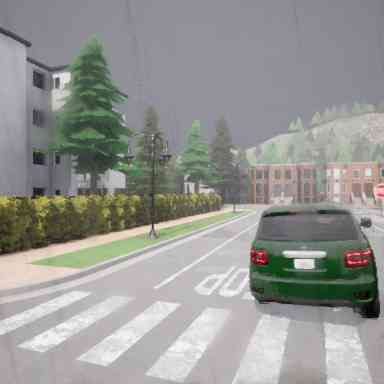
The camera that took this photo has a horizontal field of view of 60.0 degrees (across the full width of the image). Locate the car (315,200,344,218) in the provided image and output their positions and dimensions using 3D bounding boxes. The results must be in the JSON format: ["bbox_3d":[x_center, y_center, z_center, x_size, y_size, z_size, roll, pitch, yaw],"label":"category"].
[{"bbox_3d":[12.704,1.535,30.990,2.033,1.411,5.357,0,0,17],"label":"car"}]

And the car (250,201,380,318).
[{"bbox_3d":[2.918,1.273,7.788,2.150,2.045,5.566,-4,-2,24],"label":"car"}]
